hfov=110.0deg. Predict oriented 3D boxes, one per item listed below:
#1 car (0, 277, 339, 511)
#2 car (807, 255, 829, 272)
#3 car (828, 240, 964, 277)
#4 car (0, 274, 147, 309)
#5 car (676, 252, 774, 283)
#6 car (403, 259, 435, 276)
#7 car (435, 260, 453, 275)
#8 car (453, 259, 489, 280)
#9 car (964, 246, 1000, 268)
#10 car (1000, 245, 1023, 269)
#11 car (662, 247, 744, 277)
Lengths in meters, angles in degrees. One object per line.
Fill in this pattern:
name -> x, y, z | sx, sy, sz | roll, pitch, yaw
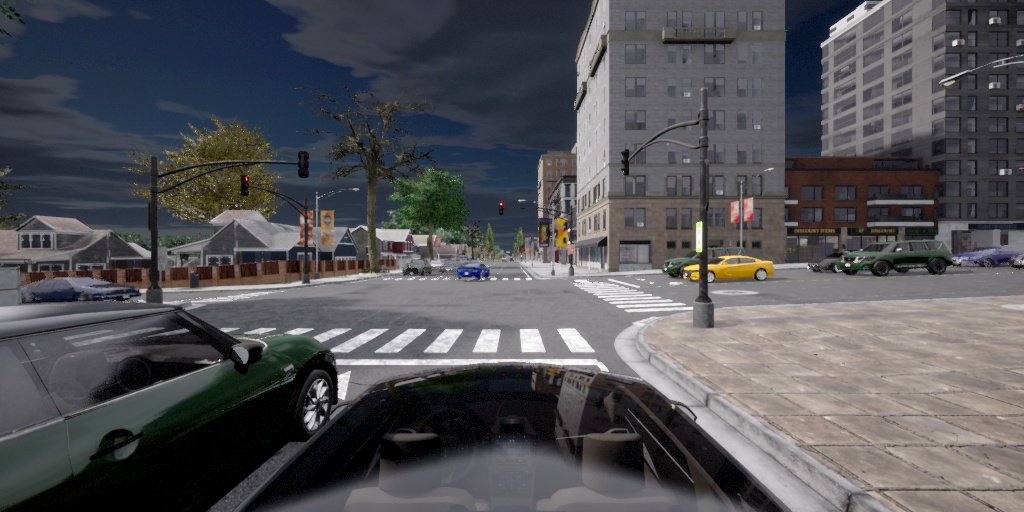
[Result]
car -> -3.151, 1.102, 2.510 | 2.097, 1.767, 4.553 | 0, 0, 0
car -> 23.419, 0.361, 25.017 | 4.892, 1.490, 1.837 | -2, 0, 0
car -> 23.128, 0.099, 21.765 | 5.566, 2.045, 2.150 | -2, 0, 0
car -> -22.465, 1.782, 18.414 | 5.357, 1.411, 2.033 | -2, 0, 1
car -> 13.032, 0.742, 21.737 | 5.008, 1.535, 1.882 | -2, 0, -1
car -> -9.850, 1.120, 37.503 | 2.097, 1.767, 4.553 | 0, 0, 0
car -> -6.599, 1.262, 39.578 | 2.128, 1.511, 4.902 | 0, 0, 0
car -> -3.323, 1.243, 31.493 | 1.882, 1.535, 5.008 | 1, 0, 9
car -> 33.550, 0.007, 25.040 | 4.674, 1.442, 1.812 | -2, 0, 0
car -> 33.380, 0.023, 21.788 | 4.674, 1.442, 1.812 | -2, 0, 0
car -> 13.452, 0.459, 24.985 | 5.566, 2.045, 2.150 | -2, 0, 0
